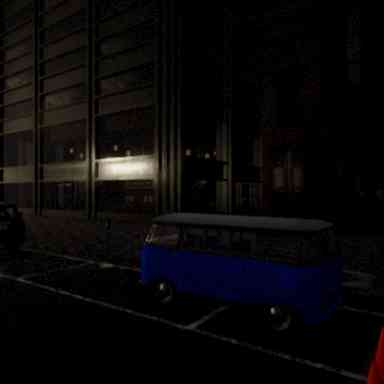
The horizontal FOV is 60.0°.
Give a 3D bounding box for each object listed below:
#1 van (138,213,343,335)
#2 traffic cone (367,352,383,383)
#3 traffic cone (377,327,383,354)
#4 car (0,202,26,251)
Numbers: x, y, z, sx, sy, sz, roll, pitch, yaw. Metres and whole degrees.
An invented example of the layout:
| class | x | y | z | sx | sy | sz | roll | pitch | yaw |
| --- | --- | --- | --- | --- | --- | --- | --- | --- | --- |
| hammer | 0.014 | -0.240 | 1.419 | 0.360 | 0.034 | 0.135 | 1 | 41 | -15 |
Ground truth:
| class | x | y | z | sx | sy | sz | roll | pitch | yaw |
| --- | --- | --- | --- | --- | --- | --- | --- | --- | --- |
| van | 0.770 | 1.341 | 6.448 | 3.998 | 1.788 | 1.690 | 0 | 0 | 35 |
| traffic cone | 1.792 | 1.956 | 3.259 | 0.340 | 0.580 | 0.340 | 0 | 0 | 35 |
| traffic cone | 2.361 | 1.956 | 4.081 | 0.340 | 0.580 | 0.340 | 0 | 0 | 35 |
| car | -8.451 | 1.313 | 12.837 | 5.009 | 1.841 | 2.192 | 0 | 0 | 35 |
